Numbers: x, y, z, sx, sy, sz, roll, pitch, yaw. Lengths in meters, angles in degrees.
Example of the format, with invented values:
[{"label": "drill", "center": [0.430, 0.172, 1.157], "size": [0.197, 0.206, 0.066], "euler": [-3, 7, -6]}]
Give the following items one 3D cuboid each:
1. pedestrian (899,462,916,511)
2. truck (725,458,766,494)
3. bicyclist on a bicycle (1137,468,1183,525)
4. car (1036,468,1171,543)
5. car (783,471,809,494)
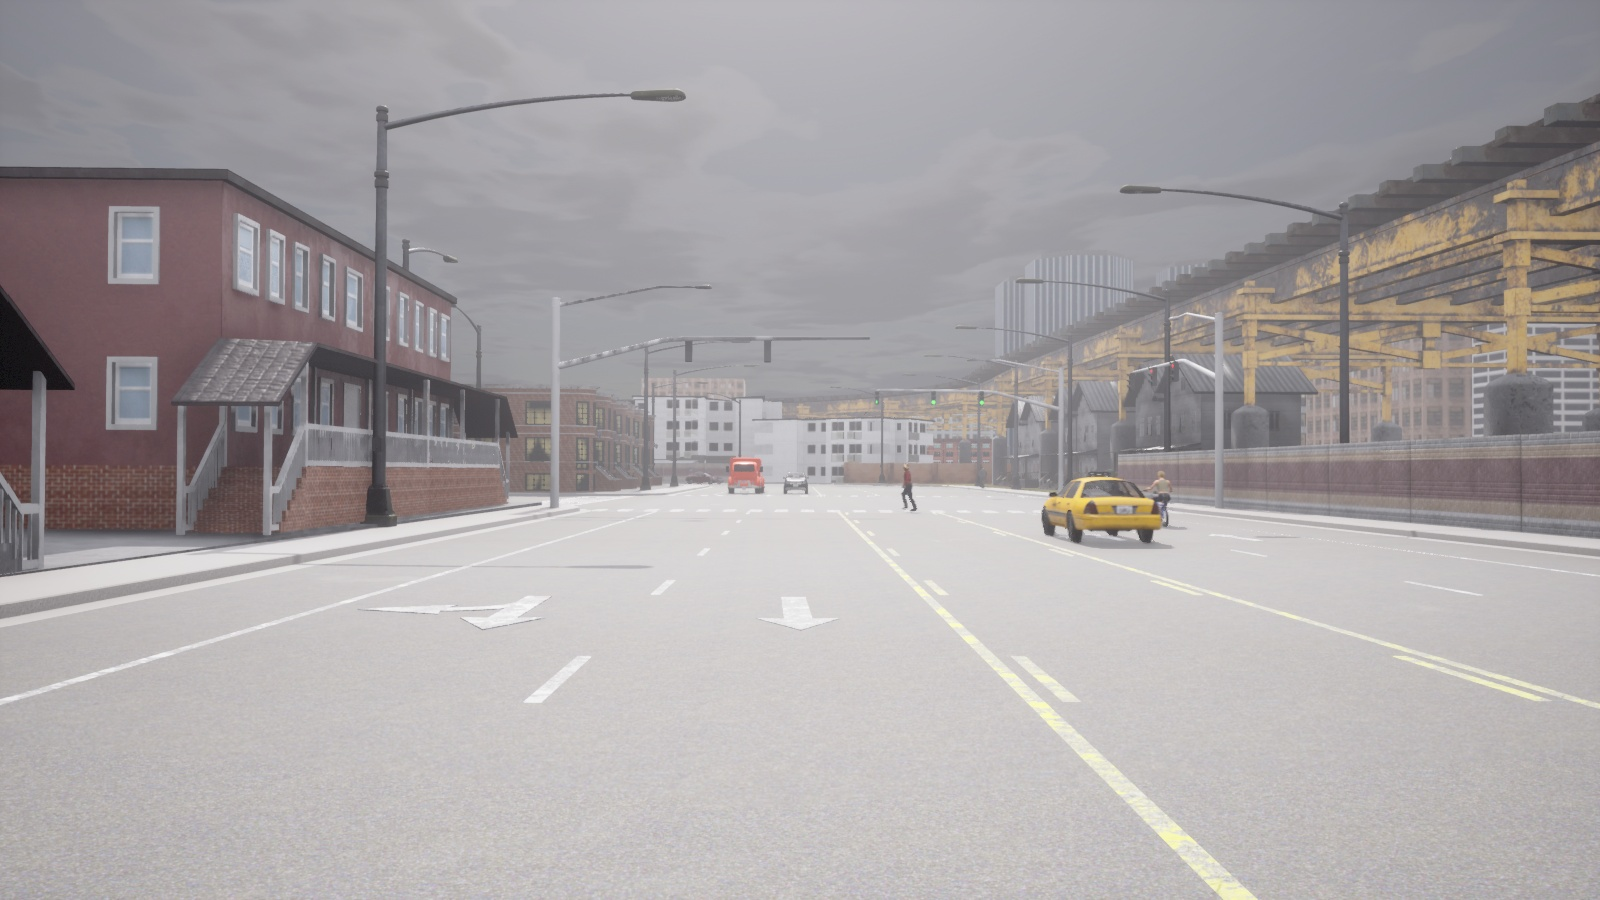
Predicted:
[{"label": "pedestrian", "center": [4.112, 1.389, 48.113], "size": [0.636, 1.846, 0.331], "euler": [0, -1, 8]}, {"label": "truck", "center": [-3.769, 1.806, 87.320], "size": [2.627, 2.467, 5.204], "euler": [0, -1, 0]}, {"label": "bicyclist on a bicycle", "center": [10.393, 1.317, 36.284], "size": [0.866, 1.612, 1.509], "euler": [0, -1, 0]}, {"label": "car", "center": [6.910, 1.214, 29.180], "size": [1.801, 1.575, 5.366], "euler": [0, -1, 0]}, {"label": "car", "center": [-0.259, 2.240, 86.340], "size": [1.789, 1.549, 3.705], "euler": [0, -1, 0]}]
